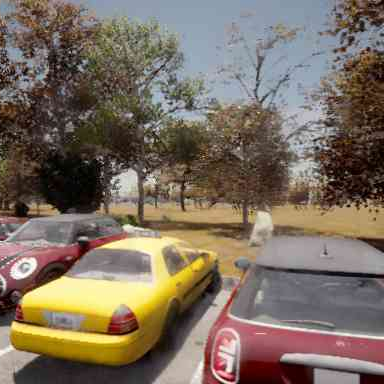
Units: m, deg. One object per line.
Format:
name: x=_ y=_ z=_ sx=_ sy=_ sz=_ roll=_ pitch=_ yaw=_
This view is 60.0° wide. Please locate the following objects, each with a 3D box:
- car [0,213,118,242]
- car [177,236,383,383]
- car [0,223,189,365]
car: x=-3.177 y=1.361 z=7.890 sx=2.185 sy=1.767 sz=4.553 roll=1 pitch=-1 yaw=17
car: x=1.585 y=1.361 z=4.342 sx=2.185 sy=1.767 sz=4.553 roll=0 pitch=-1 yaw=16
car: x=-0.754 y=1.486 z=6.287 sx=1.946 sy=1.575 sz=5.366 roll=0 pitch=-1 yaw=16
